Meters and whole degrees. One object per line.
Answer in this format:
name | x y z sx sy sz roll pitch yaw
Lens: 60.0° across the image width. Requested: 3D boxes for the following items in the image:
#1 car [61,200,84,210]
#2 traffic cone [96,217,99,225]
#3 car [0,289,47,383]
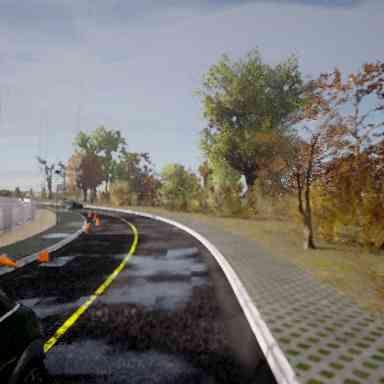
car | -16.893 1.756 46.768 1.994 1.385 4.181 1 0 -41
traffic cone | -7.117 2.213 25.078 0.340 0.580 0.340 0 0 -16
car | -2.477 1.376 1.434 2.097 1.767 4.553 0 -1 -1
